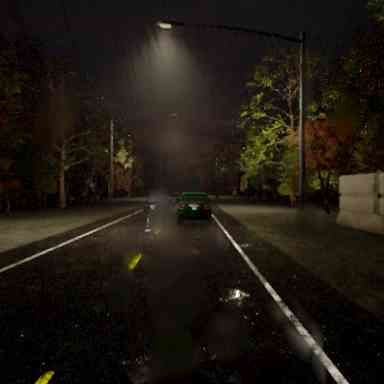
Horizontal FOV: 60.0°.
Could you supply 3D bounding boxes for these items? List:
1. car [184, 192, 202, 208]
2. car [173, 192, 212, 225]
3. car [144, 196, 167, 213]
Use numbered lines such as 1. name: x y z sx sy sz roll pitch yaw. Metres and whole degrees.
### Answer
1. car: 0.134 0.969 40.761 2.097 1.767 4.553 0 1 0
2. car: 0.131 1.027 22.080 2.150 2.045 5.566 0 1 0
3. car: -3.565 1.184 32.906 2.128 1.511 4.902 0 0 0
